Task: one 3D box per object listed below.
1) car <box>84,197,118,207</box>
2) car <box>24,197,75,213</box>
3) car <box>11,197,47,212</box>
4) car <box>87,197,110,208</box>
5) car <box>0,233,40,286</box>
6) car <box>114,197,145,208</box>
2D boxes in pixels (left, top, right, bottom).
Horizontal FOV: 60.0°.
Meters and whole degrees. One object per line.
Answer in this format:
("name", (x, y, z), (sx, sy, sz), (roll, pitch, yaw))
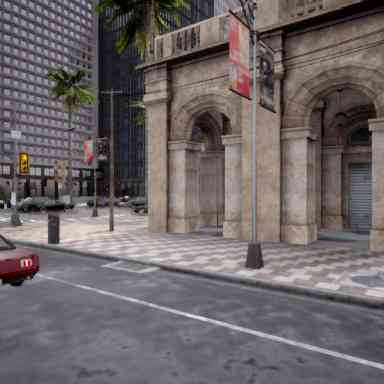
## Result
("car", (-13.907, 1.512, 51.272), (2.161, 1.482, 4.786), (0, 0, 35))
("car", (-15.761, 1.600, 37.426), (1.895, 1.301, 4.718), (0, 0, 36))
("car", (-18.767, 1.351, 39.244), (2.097, 1.767, 4.553), (0, 0, 36))
("car", (-12.192, 1.546, 48.368), (2.033, 1.411, 5.357), (0, 0, 36))
("car", (-5.817, 1.601, 8.194), (4.718, 1.301, 1.895), (0, 0, 37))
("car", (-8.366, 1.491, 47.682), (2.128, 1.511, 4.902), (0, 0, 36))
